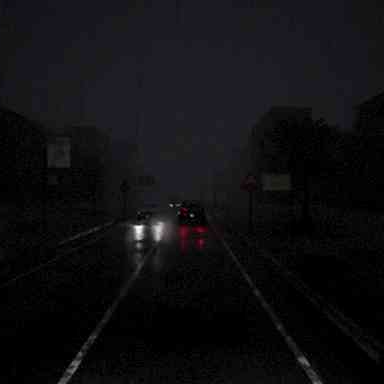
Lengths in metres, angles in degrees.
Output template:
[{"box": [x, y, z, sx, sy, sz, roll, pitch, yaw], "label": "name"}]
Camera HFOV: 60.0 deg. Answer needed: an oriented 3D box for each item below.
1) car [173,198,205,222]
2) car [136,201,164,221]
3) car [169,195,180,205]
[{"box": [-0.040, 1.416, 24.583, 2.128, 1.511, 4.902, 0, -1, -1], "label": "car"}, {"box": [-3.257, 1.492, 26.579, 1.812, 1.442, 4.674, 0, 0, 0], "label": "car"}, {"box": [-3.417, 1.561, 68.862, 2.150, 2.045, 5.566, 0, -1, 0], "label": "car"}]
